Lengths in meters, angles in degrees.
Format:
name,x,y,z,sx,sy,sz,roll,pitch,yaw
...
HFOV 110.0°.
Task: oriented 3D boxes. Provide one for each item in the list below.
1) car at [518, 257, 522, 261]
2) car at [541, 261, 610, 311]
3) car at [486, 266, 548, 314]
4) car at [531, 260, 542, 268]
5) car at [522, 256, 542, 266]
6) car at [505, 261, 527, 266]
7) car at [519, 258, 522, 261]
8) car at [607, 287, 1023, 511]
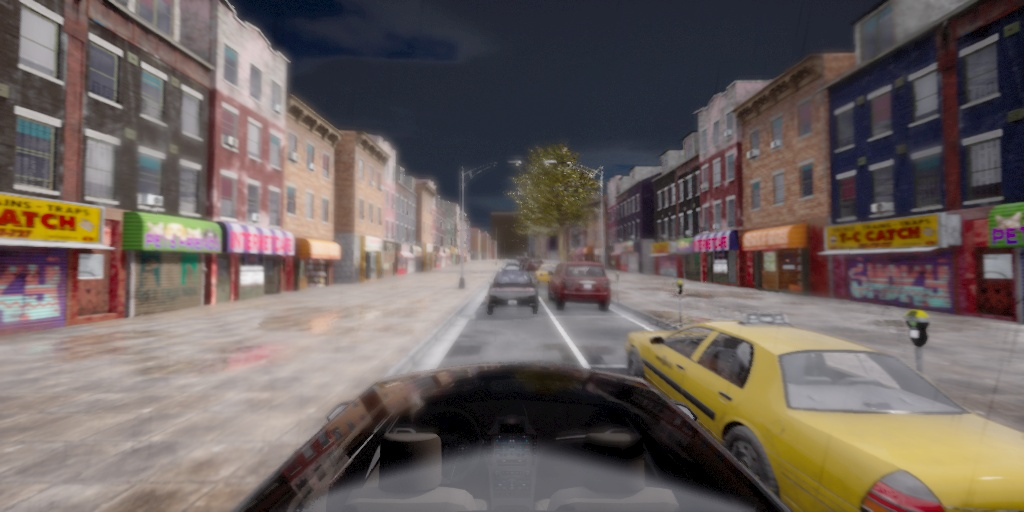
name,x,y,z,sx,sy,sz,roll,pitch,yaw
car,2.640,1.314,65.021,1.948,1.339,4.313,0,0,0
car,2.639,1.158,14.995,2.192,1.841,5.009,0,0,0
car,0.045,1.331,14.226,2.128,1.511,4.902,0,0,1
car,2.750,1.324,27.839,1.801,1.575,5.366,0,0,0
car,2.640,1.167,42.793,2.192,1.841,5.009,0,0,0
car,0.051,1.394,29.947,1.812,1.442,4.674,0,0,1
car,2.640,1.348,59.465,1.948,1.339,4.313,0,0,0
car,2.639,1.295,4.041,1.751,1.417,4.829,0,0,0
